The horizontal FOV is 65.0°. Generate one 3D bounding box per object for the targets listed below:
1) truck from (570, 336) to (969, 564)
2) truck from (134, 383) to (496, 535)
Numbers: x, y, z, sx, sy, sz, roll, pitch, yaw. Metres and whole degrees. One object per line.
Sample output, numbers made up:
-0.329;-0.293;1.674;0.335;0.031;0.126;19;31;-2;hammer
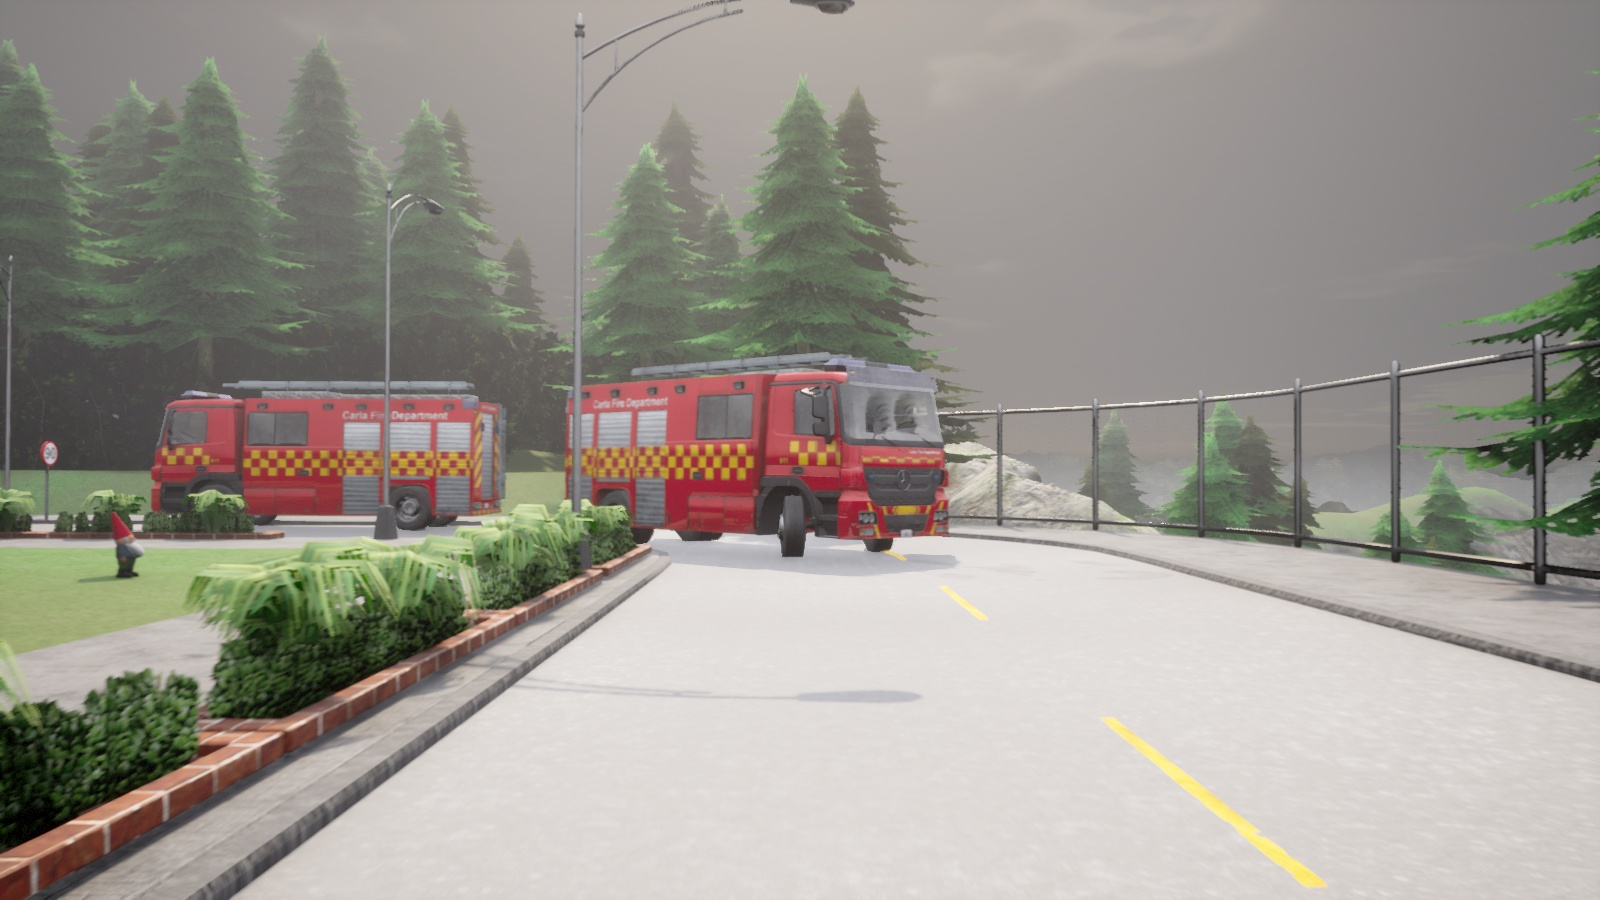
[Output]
-0.924;0.075;25.091;8.468;3.827;2.891;-1;-2;45;truck
-12.635;0.257;33.245;8.468;3.827;2.891;0;-1;1;truck
